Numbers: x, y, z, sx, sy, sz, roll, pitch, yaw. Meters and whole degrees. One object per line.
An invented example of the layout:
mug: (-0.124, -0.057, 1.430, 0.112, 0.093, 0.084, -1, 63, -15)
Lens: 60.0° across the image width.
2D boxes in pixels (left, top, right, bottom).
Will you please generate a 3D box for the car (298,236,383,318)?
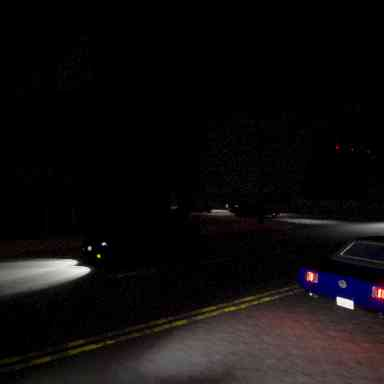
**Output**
car: (4.427, 1.601, 6.925, 4.718, 1.301, 1.895, 0, 0, -35)

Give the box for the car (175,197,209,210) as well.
car: (-0.102, 1.491, 44.505, 2.128, 1.511, 4.902, 0, 0, -36)

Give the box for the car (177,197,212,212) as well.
car: (0.274, 1.478, 37.959, 1.882, 1.535, 5.008, 0, 0, -36)

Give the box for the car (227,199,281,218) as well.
car: (5.758, 1.601, 30.322, 1.895, 1.301, 4.718, 0, 0, -36)

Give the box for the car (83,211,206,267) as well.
car: (-1.544, 1.564, 11.483, 4.181, 1.385, 1.994, 0, 0, -35)
